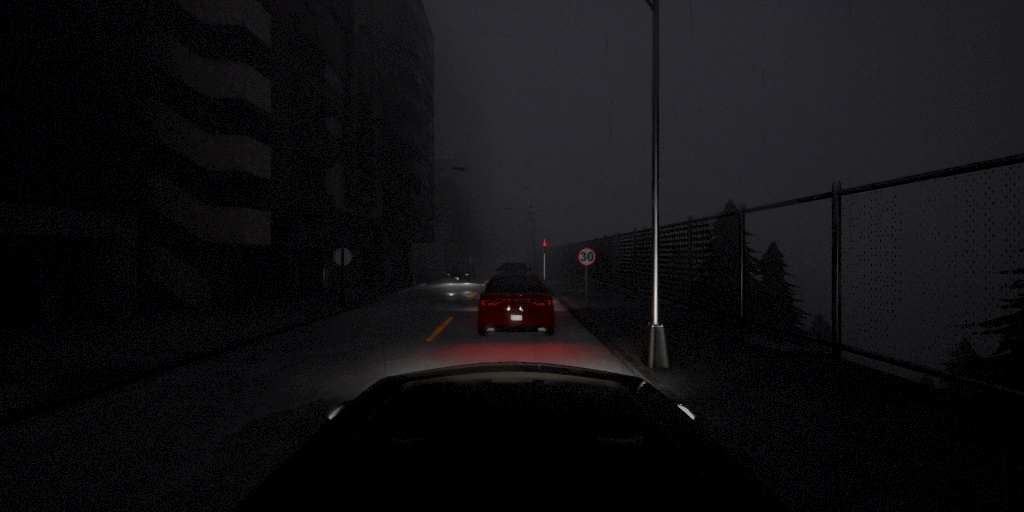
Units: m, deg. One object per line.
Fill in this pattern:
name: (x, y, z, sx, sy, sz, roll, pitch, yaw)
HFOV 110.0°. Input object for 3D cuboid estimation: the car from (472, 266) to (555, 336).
car: (0.094, 1.228, 10.482, 1.882, 1.535, 5.008, 0, 0, 0)

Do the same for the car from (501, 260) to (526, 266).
car: (0.090, 1.102, 20.851, 2.097, 1.767, 4.553, 0, 0, 0)

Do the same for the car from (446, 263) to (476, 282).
car: (-4.019, 1.297, 29.139, 2.033, 1.411, 5.357, 0, 0, 0)
